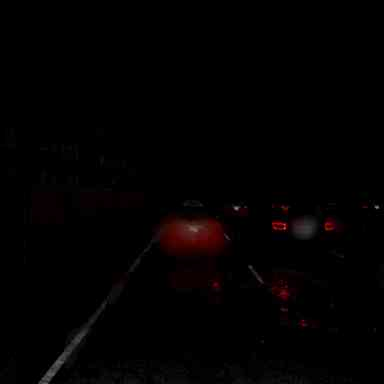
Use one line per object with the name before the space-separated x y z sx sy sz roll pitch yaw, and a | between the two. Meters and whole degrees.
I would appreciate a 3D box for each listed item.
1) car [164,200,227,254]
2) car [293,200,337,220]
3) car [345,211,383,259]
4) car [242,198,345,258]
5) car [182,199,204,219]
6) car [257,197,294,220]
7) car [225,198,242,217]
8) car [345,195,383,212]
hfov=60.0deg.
car | 0.071 1.363 13.700 2.097 1.767 4.553 0 0 0
car | 10.576 1.517 29.030 2.128 1.511 4.902 0 0 0
car | 7.065 1.612 12.579 1.895 1.301 4.718 0 0 0
car | 3.566 1.235 12.981 2.150 2.045 5.566 0 0 0
car | 0.083 1.504 30.560 1.882 1.535 5.008 0 0 0
car | 7.074 1.376 28.709 2.097 1.767 4.553 0 0 0
car | 3.573 1.376 28.724 2.097 1.767 4.553 0 0 0
car | 14.069 1.248 27.934 2.150 2.045 5.566 0 0 0
